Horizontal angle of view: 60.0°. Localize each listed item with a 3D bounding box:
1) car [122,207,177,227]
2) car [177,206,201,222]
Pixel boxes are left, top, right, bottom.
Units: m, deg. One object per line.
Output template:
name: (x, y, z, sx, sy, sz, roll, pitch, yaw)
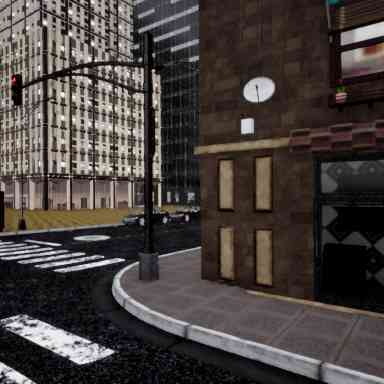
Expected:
car: (-3.524, 1.893, 25.943, 2.008, 1.369, 4.403, -2, -2, 35)
car: (-0.317, 1.974, 30.496, 2.008, 1.369, 4.403, -2, -2, 35)
